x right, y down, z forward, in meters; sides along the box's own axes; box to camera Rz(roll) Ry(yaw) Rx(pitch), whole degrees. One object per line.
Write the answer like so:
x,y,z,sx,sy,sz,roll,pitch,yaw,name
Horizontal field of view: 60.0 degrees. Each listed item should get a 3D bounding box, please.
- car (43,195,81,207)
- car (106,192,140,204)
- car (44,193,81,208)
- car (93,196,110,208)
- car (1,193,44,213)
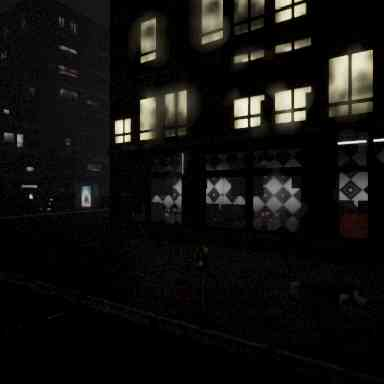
-16.722,1.074,42.944,1.802,1.307,4.206,1,2,35,car
-9.913,0.847,48.185,1.837,1.490,4.892,0,1,35,car
-15.653,0.883,39.973,2.097,1.767,4.553,0,1,35,car
-9.815,1.072,38.199,1.947,1.339,4.313,1,2,35,car
-16.164,1.029,29.096,2.192,1.841,5.009,1,2,35,car
